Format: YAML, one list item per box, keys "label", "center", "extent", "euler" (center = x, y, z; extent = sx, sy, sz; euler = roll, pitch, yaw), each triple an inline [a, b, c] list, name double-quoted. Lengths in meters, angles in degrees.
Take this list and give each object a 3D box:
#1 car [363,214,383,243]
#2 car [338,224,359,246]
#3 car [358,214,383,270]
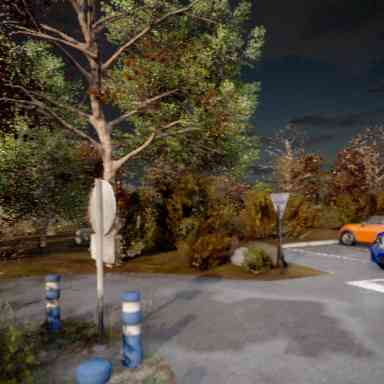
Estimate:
- label: "car"
  center: [12.015, 1.989, 17.578]
  extent: [2.097, 1.535, 5.008]
  euler: [0, -3, -24]
- label: "car"
  center: [9.566, 1.857, 16.442]
  extent: [2.185, 1.767, 4.553]
  euler: [0, -3, -24]
- label: "car"
  center: [8.332, 1.496, 10.658]
  extent: [5.566, 2.045, 2.150]
  euler: [0, -3, -24]
